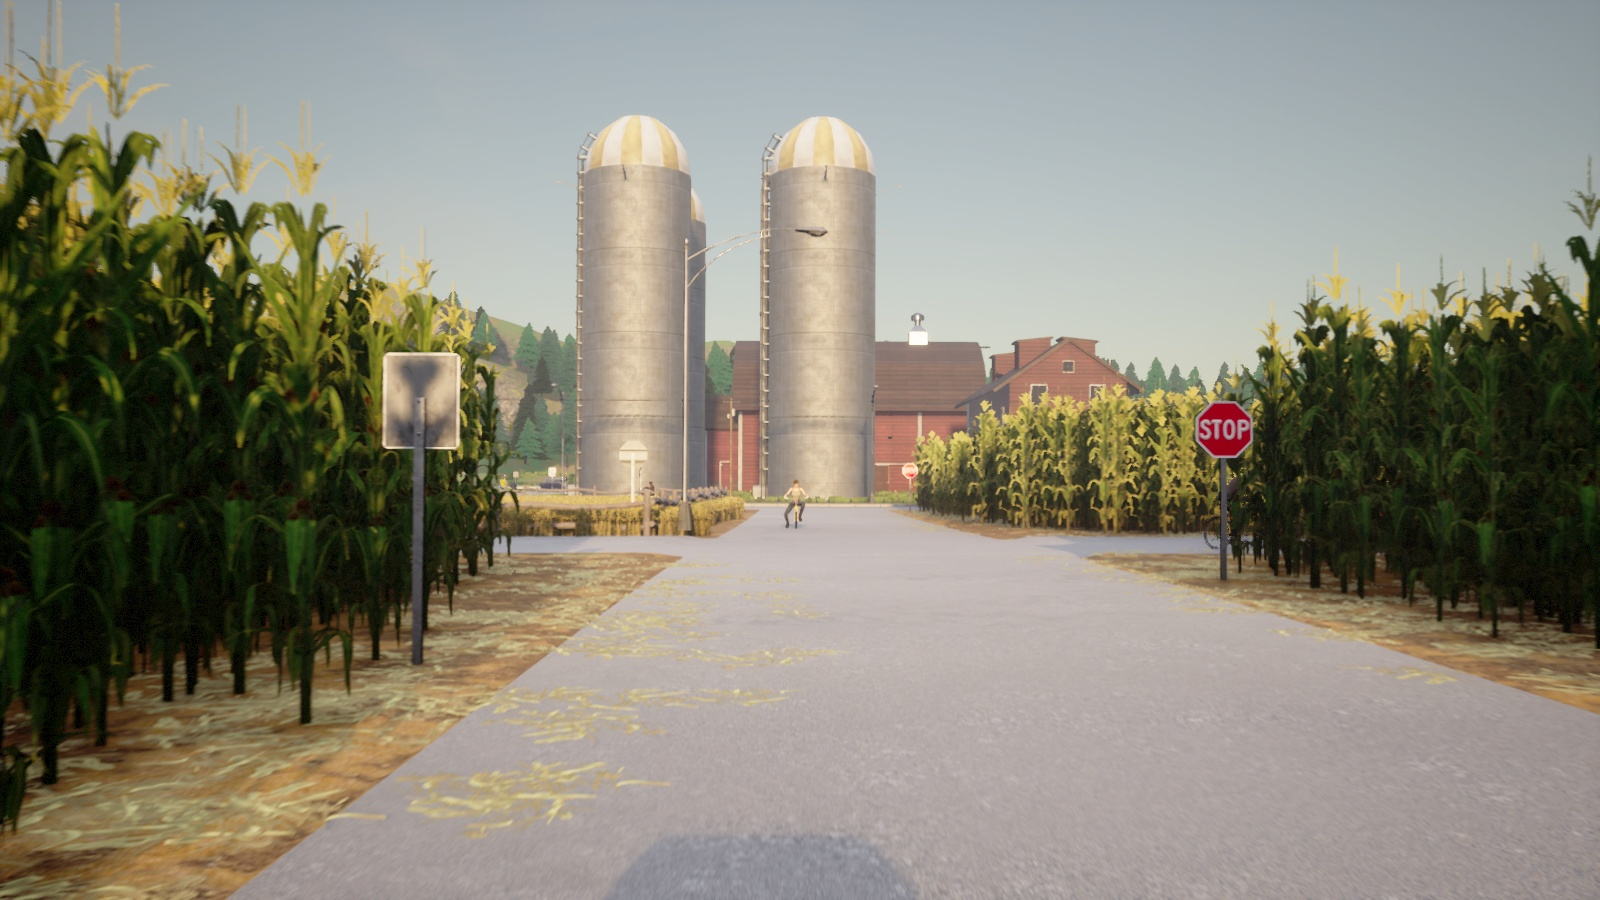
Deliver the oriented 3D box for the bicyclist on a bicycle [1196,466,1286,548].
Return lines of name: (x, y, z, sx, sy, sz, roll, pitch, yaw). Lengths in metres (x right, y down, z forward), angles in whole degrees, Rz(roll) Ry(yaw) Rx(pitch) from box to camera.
bicyclist on a bicycle: (8.897, 1.143, 25.326, 1.656, 1.620, 0.582, 1, 0, -14)
